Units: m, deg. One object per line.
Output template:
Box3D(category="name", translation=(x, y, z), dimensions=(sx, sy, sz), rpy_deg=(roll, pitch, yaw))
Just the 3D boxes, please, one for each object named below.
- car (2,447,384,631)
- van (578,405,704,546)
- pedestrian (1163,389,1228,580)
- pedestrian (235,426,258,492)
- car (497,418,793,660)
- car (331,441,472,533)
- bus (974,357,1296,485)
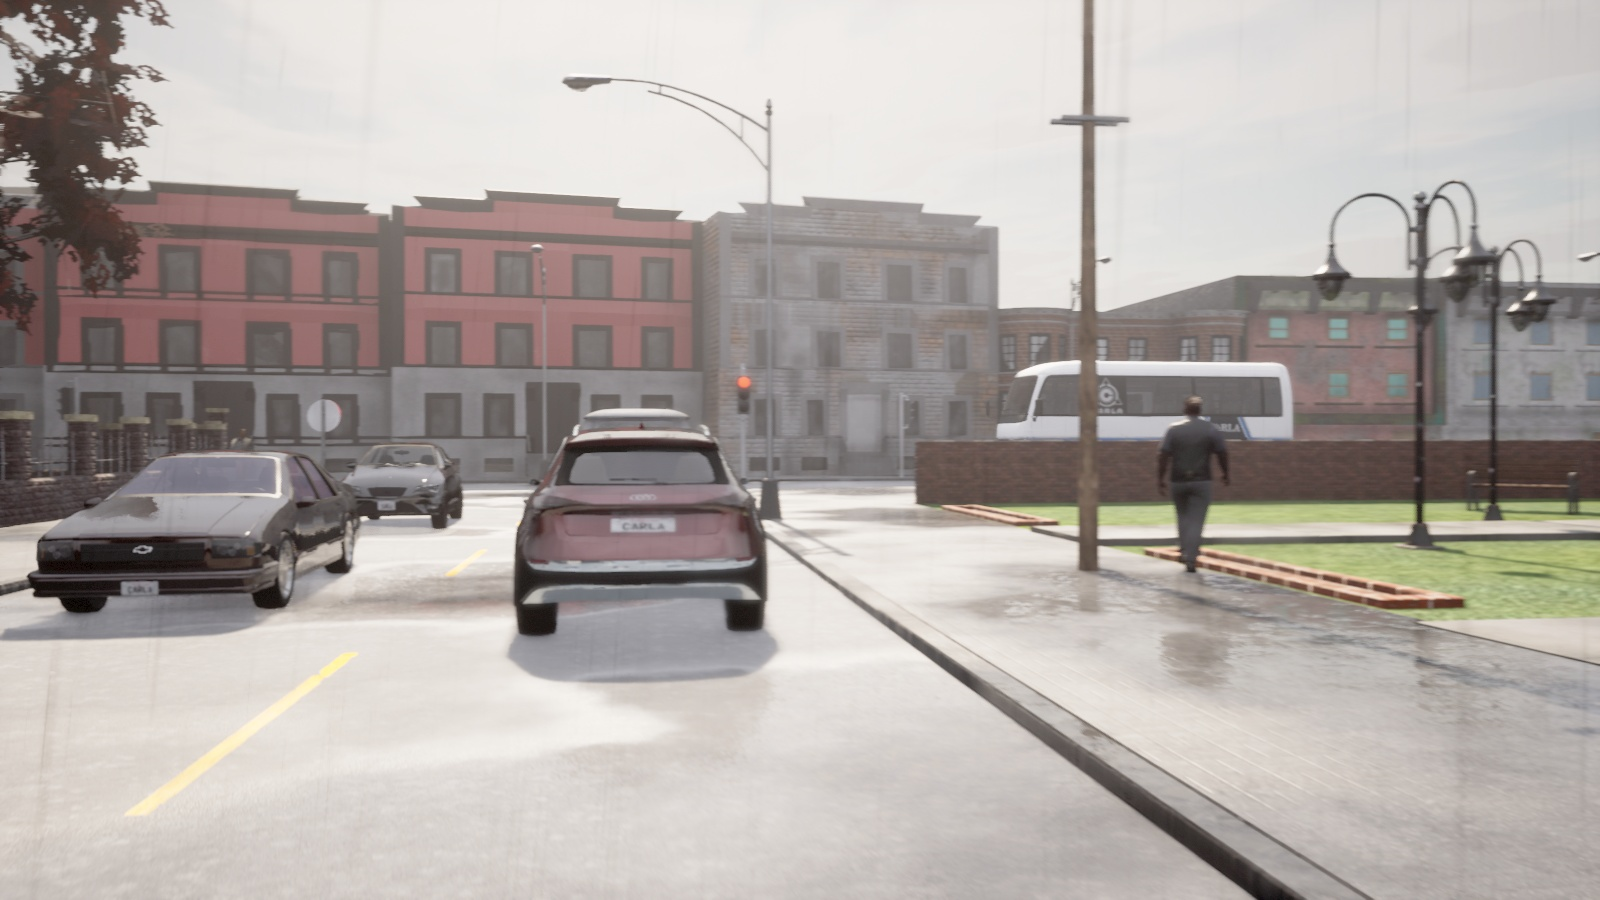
Box3D(category="car", translation=(-5.698, 0.694, 12.674), dimensions=(2.033, 1.411, 5.357), rpy_deg=(0, 0, -9))
Box3D(category="van", translation=(-2.541, 0.342, 20.079), dimensions=(1.775, 1.987, 4.442), rpy_deg=(0, 0, -7))
Box3D(category="pedestrian", translation=(4.070, 0.339, 12.895), dimensions=(0.563, 1.883, 0.849), rpy_deg=(0, 0, 22))
Box3D(category="pedestrian", translation=(-15.879, 0.253, 36.014), dimensions=(0.540, 1.848, 0.694), rpy_deg=(0, 1, -31))
Box3D(category="car", translation=(-1.375, 0.589, 11.084), dimensions=(2.033, 1.649, 4.856), rpy_deg=(0, 0, -8))
Box3D(category="car", translation=(-6.969, 0.585, 22.347), dimensions=(1.816, 1.474, 4.193), rpy_deg=(0, 0, -10))
Box3D(category="bus", translation=(11.683, -0.975, 44.420), dimensions=(10.273, 4.253, 3.944), rpy_deg=(0, 0, -8))
